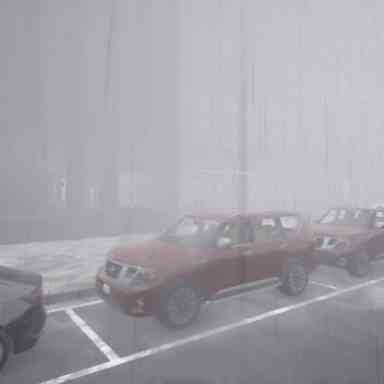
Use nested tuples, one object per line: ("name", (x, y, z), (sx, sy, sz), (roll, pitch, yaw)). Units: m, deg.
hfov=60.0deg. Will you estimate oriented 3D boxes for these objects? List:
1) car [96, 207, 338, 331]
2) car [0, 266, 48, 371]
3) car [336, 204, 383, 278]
("car", (0.611, 1.315, 7.078), (5.009, 1.841, 2.192), (0, 0, -35))
("car", (-3.978, 1.566, 3.807), (4.313, 1.339, 1.947), (0, 0, -35))
("car", (5.200, 1.316, 10.351), (5.009, 1.841, 2.192), (0, 0, -35))
